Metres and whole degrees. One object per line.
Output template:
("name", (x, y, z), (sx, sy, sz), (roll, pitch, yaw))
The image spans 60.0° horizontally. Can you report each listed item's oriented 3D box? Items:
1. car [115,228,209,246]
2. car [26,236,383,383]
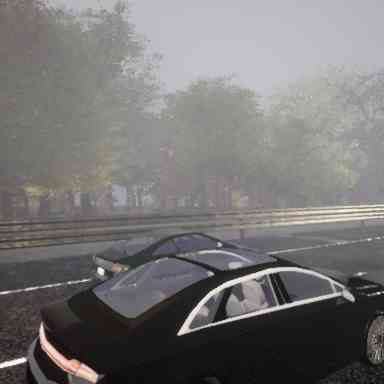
("car", (-0.173, 1.556, 7.795), (4.181, 1.385, 1.994), (0, 0, -35))
("car", (0.676, 1.489, 4.139), (4.902, 1.511, 2.128), (0, 0, -35))
